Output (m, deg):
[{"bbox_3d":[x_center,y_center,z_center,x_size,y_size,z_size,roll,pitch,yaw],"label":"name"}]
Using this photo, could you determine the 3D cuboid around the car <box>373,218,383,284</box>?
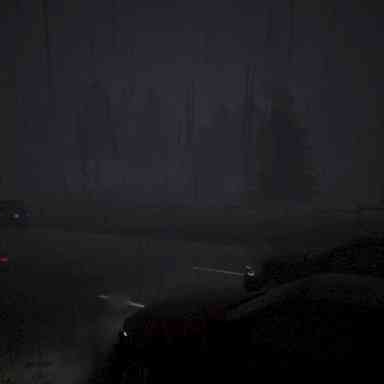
[{"bbox_3d":[7.017,1.484,7.585,4.892,1.490,1.837,0,0,36],"label":"car"}]

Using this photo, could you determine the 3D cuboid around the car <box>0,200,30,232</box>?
[{"bbox_3d":[-12.842,1.573,21.754,5.566,2.045,2.150,-1,0,36],"label":"car"}]

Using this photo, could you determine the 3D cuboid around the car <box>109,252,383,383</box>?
[{"bbox_3d":[1.279,1.535,3.069,4.674,1.442,1.812,-1,-1,36],"label":"car"}]

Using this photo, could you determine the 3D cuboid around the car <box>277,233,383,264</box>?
[{"bbox_3d":[3.343,1.486,5.908,5.008,1.535,1.882,-1,0,36],"label":"car"}]
